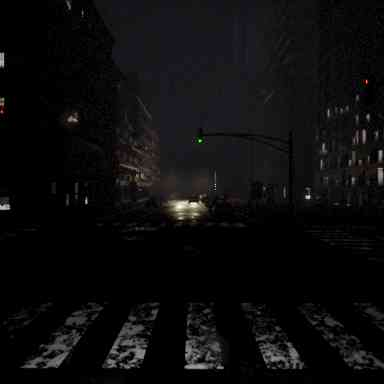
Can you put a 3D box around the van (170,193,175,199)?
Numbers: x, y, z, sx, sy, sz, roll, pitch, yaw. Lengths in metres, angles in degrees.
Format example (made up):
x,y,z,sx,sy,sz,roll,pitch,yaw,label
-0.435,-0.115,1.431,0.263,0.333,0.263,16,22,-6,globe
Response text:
x,y,z,sx,sy,sz,roll,pitch,yaw,label
-5.456,1.259,75.058,1.690,1.788,3.998,-1,0,0,van

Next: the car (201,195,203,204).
x,y,z,sx,sy,sz,roll,pitch,yaw,label
2.819,1.502,52.478,1.887,1.381,4.507,-1,0,0,car

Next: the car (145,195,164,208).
x,y,z,sx,sy,sz,roll,pitch,yaw,label
-5.547,1.531,46.827,1.947,1.339,4.313,-1,0,0,car

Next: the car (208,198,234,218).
x,y,z,sx,sy,sz,roll,pitch,yaw,label
2.743,1.528,29.895,1.887,1.381,4.507,-1,0,0,car

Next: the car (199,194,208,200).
x,y,z,sx,sy,sz,roll,pitch,yaw,label
2.967,1.333,86.353,1.967,1.590,4.097,-1,0,0,car

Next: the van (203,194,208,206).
x,y,z,sx,sy,sz,roll,pitch,yaw,label
2.797,1.306,46.832,1.690,1.788,3.998,-1,0,0,van

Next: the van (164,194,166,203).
x,y,z,sx,sy,sz,roll,pitch,yaw,label
-5.532,1.299,52.473,1.690,1.788,3.998,-1,0,0,van

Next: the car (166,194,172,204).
x,y,z,sx,sy,sz,roll,pitch,yaw,label
-5.491,1.484,63.764,1.887,1.381,4.507,-1,0,0,car

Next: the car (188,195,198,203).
x,y,z,sx,sy,sz,roll,pitch,yaw,label
0.260,1.443,71.015,2.128,1.511,4.902,0,0,0,car

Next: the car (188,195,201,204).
x,y,z,sx,sy,sz,roll,pitch,yaw,label
0.301,1.449,60.813,1.837,1.490,4.892,0,0,0,car

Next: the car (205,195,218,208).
x,y,z,sx,sy,sz,roll,pitch,yaw,label
2.761,1.418,35.540,1.967,1.590,4.097,-1,0,0,car

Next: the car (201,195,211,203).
x,y,z,sx,sy,sz,roll,pitch,yaw,label
2.880,1.369,69.415,1.967,1.590,4.097,-1,0,0,car
